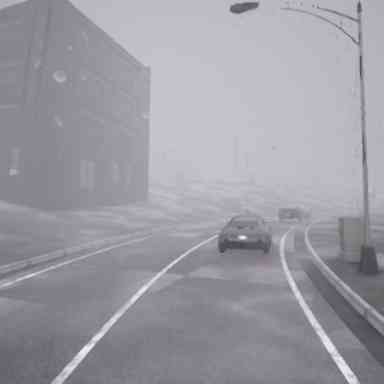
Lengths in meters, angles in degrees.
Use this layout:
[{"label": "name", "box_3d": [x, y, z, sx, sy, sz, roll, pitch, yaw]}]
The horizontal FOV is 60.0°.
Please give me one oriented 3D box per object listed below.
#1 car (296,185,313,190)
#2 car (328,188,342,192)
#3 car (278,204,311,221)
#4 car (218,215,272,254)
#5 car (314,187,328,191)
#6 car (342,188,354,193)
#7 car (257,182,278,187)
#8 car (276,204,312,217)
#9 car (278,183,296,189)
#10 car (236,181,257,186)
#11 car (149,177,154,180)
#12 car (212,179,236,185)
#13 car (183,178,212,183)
[{"label": "car", "box_3d": [25.312, -0.803, 77.886, 4.792, 1.488, 2.163, 3, -5, -30]}, {"label": "car", "box_3d": [34.566, -0.294, 83.701, 4.892, 1.521, 2.231, 3, -6, -33]}, {"label": "car", "box_3d": [9.345, 1.784, 30.010, 1.882, 1.535, 5.008, -3, -2, 32]}, {"label": "car", "box_3d": [2.326, 1.640, 13.991, 1.994, 1.385, 4.181, -1, -1, 14]}, {"label": "car", "box_3d": [30.012, -0.526, 80.768, 4.674, 1.452, 2.002, 3, -5, -32]}, {"label": "car", "box_3d": [39.230, -0.112, 86.861, 4.553, 1.767, 2.185, 4, -6, -34]}, {"label": "car", "box_3d": [15.556, -1.351, 72.307, 5.008, 1.535, 2.097, 3, -5, -28]}, {"label": "car", "box_3d": [12.322, 2.189, 40.101, 2.033, 1.411, 5.357, -4, -4, 42]}, {"label": "car", "box_3d": [20.380, -1.226, 75.000, 4.553, 1.767, 2.185, 3, -5, -29]}, {"label": "car", "box_3d": [10.656, -1.554, 69.713, 4.674, 1.452, 2.002, 3, -5, -27]}, {"label": "car", "box_3d": [-9.144, -2.530, 60.152, 4.553, 1.767, 2.185, 2, -5, -25]}, {"label": "car", "box_3d": [5.701, -1.824, 67.231, 4.892, 1.521, 2.231, 2, -5, -26]}, {"label": "car", "box_3d": [0.725, -2.027, 64.850, 4.892, 1.521, 2.231, 2, -5, -25]}]
